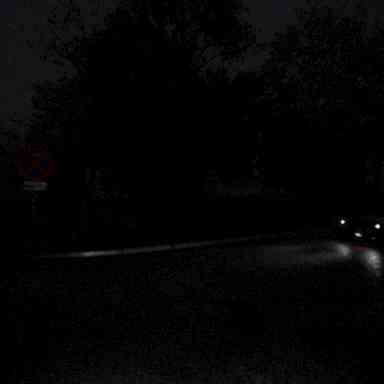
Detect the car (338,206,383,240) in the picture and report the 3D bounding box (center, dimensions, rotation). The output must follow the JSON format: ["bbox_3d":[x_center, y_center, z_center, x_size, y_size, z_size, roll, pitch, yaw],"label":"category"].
[{"bbox_3d":[8.137,1.205,13.307,4.718,1.301,1.895,-2,2,-26],"label":"car"}]
